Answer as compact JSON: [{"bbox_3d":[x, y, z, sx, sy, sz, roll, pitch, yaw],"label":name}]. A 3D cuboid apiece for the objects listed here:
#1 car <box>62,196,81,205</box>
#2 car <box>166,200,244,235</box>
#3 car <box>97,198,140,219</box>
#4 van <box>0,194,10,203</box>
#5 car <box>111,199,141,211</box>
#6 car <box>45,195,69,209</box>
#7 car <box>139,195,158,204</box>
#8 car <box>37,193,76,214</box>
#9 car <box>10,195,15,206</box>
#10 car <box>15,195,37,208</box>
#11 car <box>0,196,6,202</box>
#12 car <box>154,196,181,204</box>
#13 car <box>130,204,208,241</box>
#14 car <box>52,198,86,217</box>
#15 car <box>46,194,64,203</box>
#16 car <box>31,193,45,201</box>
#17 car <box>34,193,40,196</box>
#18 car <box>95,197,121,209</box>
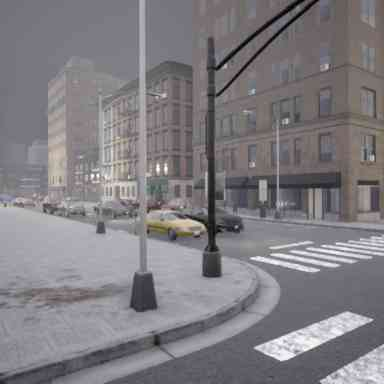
[{"bbox_3d":[-21.320,1.514,58.660,2.008,1.369,4.403,0,0,-36],"label":"car"},{"bbox_3d":[0.775,1.478,18.743,1.882,1.535,5.008,0,0,-36],"label":"car"},{"bbox_3d":[-6.685,1.503,29.060,1.837,1.490,4.892,0,0,-36],"label":"car"},{"bbox_3d":[-37.777,1.346,67.721,1.690,1.788,3.998,0,0,-36],"label":"van"},{"bbox_3d":[-8.049,1.532,40.308,1.947,1.339,4.313,0,0,-36],"label":"car"},{"bbox_3d":[-18.588,1.345,45.670,2.097,1.767,4.553,0,0,-36],"label":"car"},{"bbox_3d":[-4.732,1.282,35.719,2.192,1.841,5.009,0,0,-36],"label":"car"},{"bbox_3d":[-14.553,1.325,35.605,2.192,1.841,5.009,0,0,-36],"label":"car"},{"bbox_3d":[-27.723,1.531,53.820,1.752,1.417,4.829,0,0,-36],"label":"car"},{"bbox_3d":[-24.505,1.589,49.370,1.802,1.307,4.206,0,0,-36],"label":"car"},{"bbox_3d":[-44.411,1.555,76.898,2.008,1.369,4.403,0,0,-36],"label":"car"},{"bbox_3d":[-1.414,1.408,31.131,1.967,1.590,4.097,0,0,-36],"label":"car"},{"bbox_3d":[-1.182,1.539,17.115,1.752,1.417,4.829,0,0,-36],"label":"car"},{"bbox_3d":[-11.235,1.561,31.018,2.008,1.369,4.403,0,0,-36],"label":"car"},{"bbox_3d":[-27.956,1.277,67.835,2.192,1.841,5.009,0,0,-36],"label":"car"},{"bbox_3d":[-37.909,1.276,81.600,2.192,1.841,5.009,0,0,-36],"label":"car"},{"bbox_3d":[-34.590,1.527,77.012,1.947,1.339,4.313,0,0,-36],"label":"car"},{"bbox_3d":[-11.467,1.491,45.033,1.752,1.417,4.829,0,0,-36],"label":"car"}]
